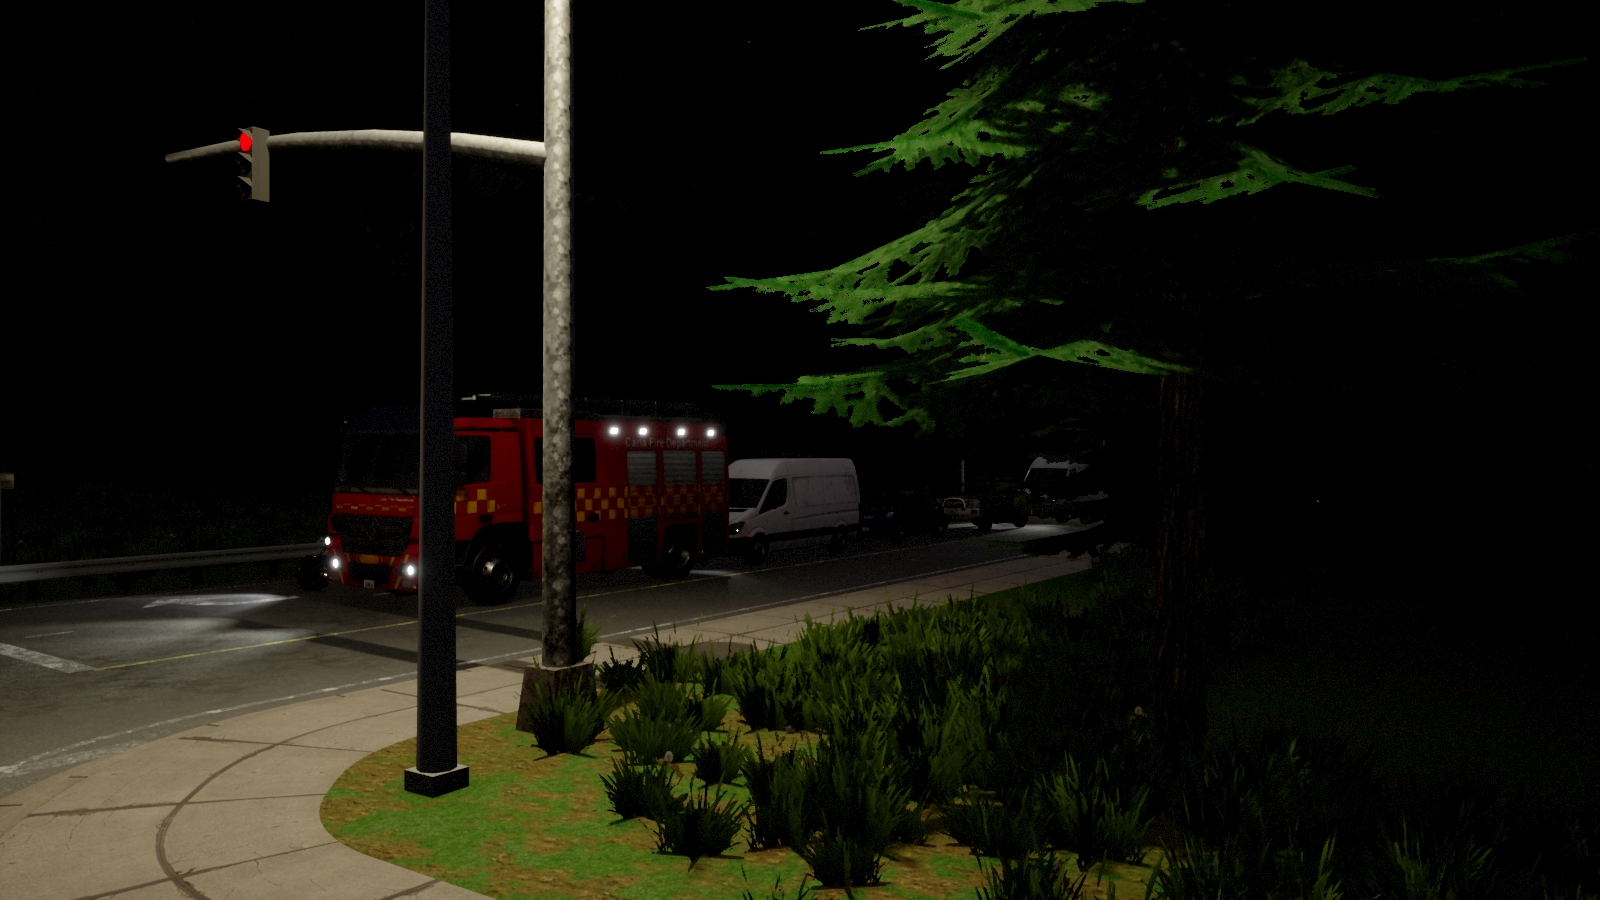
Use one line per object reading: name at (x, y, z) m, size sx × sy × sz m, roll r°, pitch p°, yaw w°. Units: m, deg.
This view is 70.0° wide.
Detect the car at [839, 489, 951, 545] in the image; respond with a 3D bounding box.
car at (2.957, 2.000, 34.988) m, size 1.845 × 1.501 × 3.633 m, roll 0°, pitch 0°, yaw 34°

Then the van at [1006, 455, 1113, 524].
van at (10.451, 1.497, 45.657) m, size 1.988 × 2.561 × 5.915 m, roll 0°, pitch 0°, yaw 36°

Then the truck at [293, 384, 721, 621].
truck at (-5.328, 0.853, 22.761) m, size 2.891 × 3.827 × 8.468 m, roll 0°, pitch 0°, yaw 34°

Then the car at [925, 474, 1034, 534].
car at (6.318, 1.826, 39.820) m, size 1.932 × 1.855 × 4.605 m, roll 0°, pitch 0°, yaw 35°

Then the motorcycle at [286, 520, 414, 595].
motorcycle at (-9.056, 2.131, 23.082) m, size 0.764 × 1.277 × 2.356 m, roll 0°, pitch 0°, yaw 37°

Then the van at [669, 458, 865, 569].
van at (-0.690, 1.497, 29.618) m, size 1.988 × 2.561 × 5.915 m, roll 0°, pitch 0°, yaw 34°
